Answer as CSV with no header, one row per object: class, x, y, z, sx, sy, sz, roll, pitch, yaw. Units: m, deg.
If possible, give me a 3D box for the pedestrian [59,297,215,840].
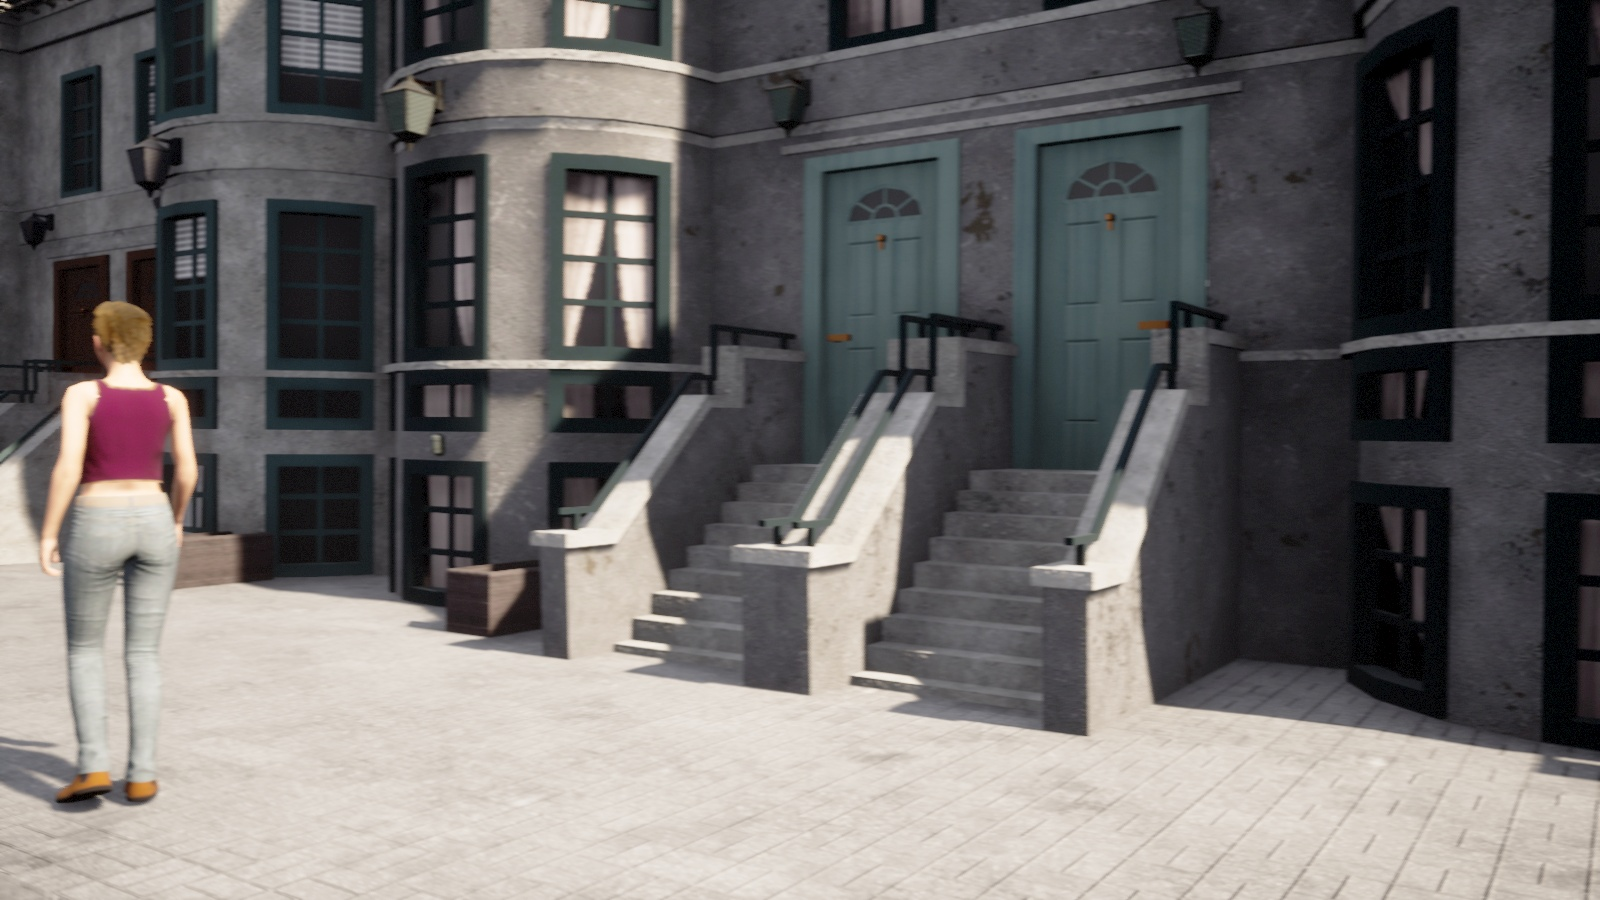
pedestrian,-2.420,0.399,4.574,0.345,1.836,0.594,-1,1,-42
